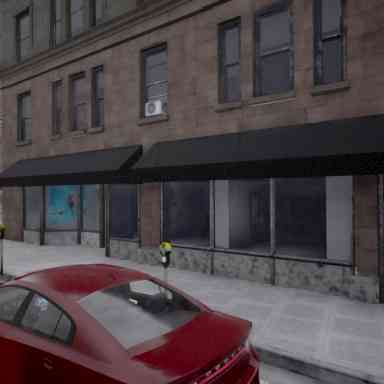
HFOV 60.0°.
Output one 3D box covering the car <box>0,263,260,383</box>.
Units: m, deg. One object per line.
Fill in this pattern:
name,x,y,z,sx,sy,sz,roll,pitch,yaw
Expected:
car,-1.461,1.545,3.908,4.507,1.381,1.887,0,0,36
